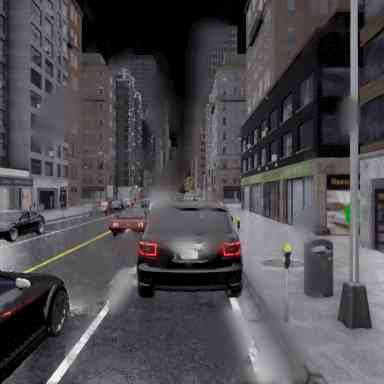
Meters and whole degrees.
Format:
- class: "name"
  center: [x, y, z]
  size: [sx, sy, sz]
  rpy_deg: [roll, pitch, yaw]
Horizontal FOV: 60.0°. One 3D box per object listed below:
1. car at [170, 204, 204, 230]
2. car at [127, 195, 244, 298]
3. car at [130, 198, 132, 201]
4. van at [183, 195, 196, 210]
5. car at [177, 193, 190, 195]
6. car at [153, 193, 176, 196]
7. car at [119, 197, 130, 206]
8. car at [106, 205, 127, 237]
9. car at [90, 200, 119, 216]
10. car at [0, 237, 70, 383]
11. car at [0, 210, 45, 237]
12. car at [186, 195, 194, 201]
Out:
- class: "car"
  center: [-0.287, 1.551, 21.888]
  size: [2.008, 1.369, 4.403]
  rpy_deg: [0, 0, 0]
- class: "car"
  center: [-0.039, 1.228, 8.680]
  size: [2.150, 2.045, 5.566]
  rpy_deg: [0, 0, 0]
- class: "car"
  center: [-8.813, 1.442, 43.978]
  size: [1.967, 1.590, 4.097]
  rpy_deg: [0, 0, 0]
- class: "van"
  center: [-0.287, 1.343, 43.983]
  size: [1.690, 1.788, 3.998]
  rpy_deg: [0, 0, 0]
- class: "car"
  center: [-0.287, 1.316, 38.459]
  size: [2.192, 1.841, 5.009]
  rpy_deg: [0, 0, 0]
- class: "car"
  center: [-3.144, 1.222, 35.411]
  size: [2.150, 2.045, 5.566]
  rpy_deg: [0, 0, 0]
- class: "car"
  center: [-8.813, 1.567, 38.453]
  size: [1.947, 1.339, 4.313]
  rpy_deg: [0, 0, 0]
- class: "car"
  center: [-3.045, 1.601, 18.178]
  size: [1.895, 1.301, 4.718]
  rpy_deg: [0, 0, 0]
- class: "car"
  center: [-8.813, 1.583, 32.928]
  size: [1.802, 1.307, 4.206]
  rpy_deg: [0, 0, 0]
- class: "car"
  center: [-3.045, 1.564, 3.934]
  size: [1.994, 1.385, 4.181]
  rpy_deg: [0, 0, 0]
- class: "car"
  center: [-8.813, 1.566, 16.352]
  size: [1.947, 1.339, 4.313]
  rpy_deg: [0, 0, 0]
- class: "car"
  center: [-0.572, 1.470, 87.873]
  size: [1.967, 1.590, 4.097]
  rpy_deg: [0, 0, -1]
